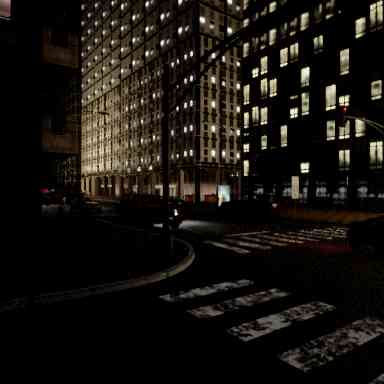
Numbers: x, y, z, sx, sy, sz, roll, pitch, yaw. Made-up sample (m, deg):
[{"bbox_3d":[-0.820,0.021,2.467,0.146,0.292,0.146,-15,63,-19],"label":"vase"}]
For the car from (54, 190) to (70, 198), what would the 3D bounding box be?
[{"bbox_3d":[-25.266,0.309,64.641,1.887,1.381,4.507,1,0,-36],"label":"car"}]

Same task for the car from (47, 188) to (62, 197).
[{"bbox_3d":[-28.531,0.099,69.122,1.967,1.590,4.097,1,0,-36],"label":"car"}]

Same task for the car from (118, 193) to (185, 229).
[{"bbox_3d":[-2.579,1.008,19.315,2.192,1.841,5.009,2,0,-36],"label":"car"}]

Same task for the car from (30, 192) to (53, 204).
[{"bbox_3d":[-18.925,0.752,41.720,1.802,1.307,4.206,2,0,-36],"label":"car"}]

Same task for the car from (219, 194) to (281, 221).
[{"bbox_3d":[4.155,1.027,24.301,2.192,1.841,5.009,1,0,-36],"label":"car"}]

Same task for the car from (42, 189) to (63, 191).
[{"bbox_3d":[-25.545,0.382,60.600,1.994,1.385,4.181,0,1,-36],"label":"car"}]

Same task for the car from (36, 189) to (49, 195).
[{"bbox_3d":[-35.071,-0.011,78.087,1.887,1.381,4.507,1,0,-36],"label":"car"}]

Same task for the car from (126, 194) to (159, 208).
[{"bbox_3d":[-5.657,0.966,37.748,1.947,1.339,4.313,1,0,-36],"label":"car"}]

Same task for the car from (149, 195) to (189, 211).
[{"bbox_3d":[-2.388,1.070,33.266,1.947,1.339,4.313,1,0,-36],"label":"car"}]

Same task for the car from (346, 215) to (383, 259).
[{"bbox_3d":[7.300,1.451,10.130,1.837,1.490,4.892,0,0,-36],"label":"car"}]

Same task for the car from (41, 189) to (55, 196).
[{"bbox_3d":[-31.802,0.096,73.605,1.887,1.381,4.507,1,0,-36],"label":"car"}]

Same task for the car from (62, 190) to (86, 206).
[{"bbox_3d":[-12.716,0.787,37.597,1.882,1.535,5.008,0,1,-36],"label":"car"}]

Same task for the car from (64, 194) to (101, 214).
[{"bbox_3d":[-9.122,1.067,28.278,1.802,1.307,4.206,2,0,-36],"label":"car"}]

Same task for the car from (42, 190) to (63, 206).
[{"bbox_3d":[-15.657,0.827,37.240,2.008,1.369,4.403,2,0,-36],"label":"car"}]

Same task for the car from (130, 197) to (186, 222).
[{"bbox_3d":[-2.543,1.160,23.631,1.812,1.442,4.674,0,1,-36],"label":"car"}]
